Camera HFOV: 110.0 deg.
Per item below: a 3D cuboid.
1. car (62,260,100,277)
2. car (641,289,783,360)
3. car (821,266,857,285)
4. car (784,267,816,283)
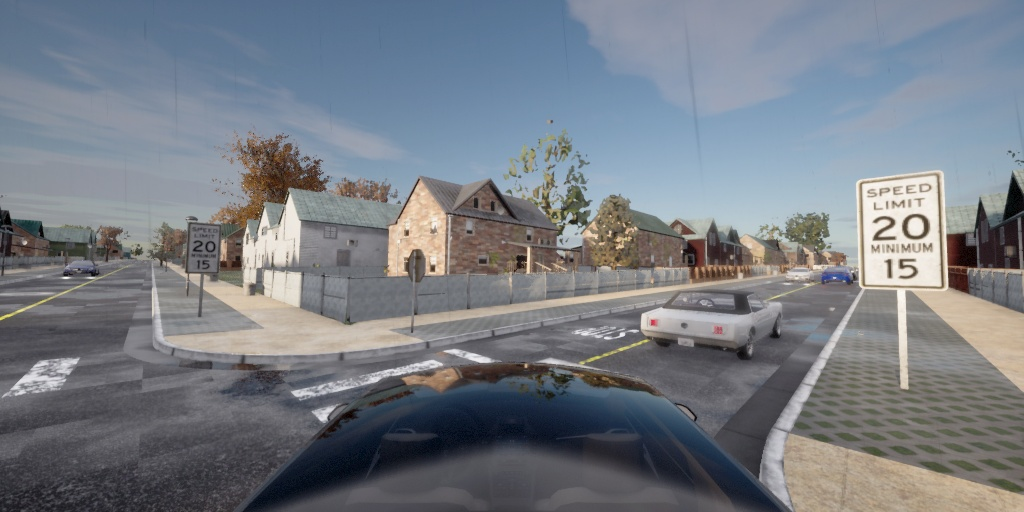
[{"bbox_3d":[-40.003,1.130,33.409,4.674,1.442,1.812,0,-3,45],"label":"car"},{"bbox_3d":[5.025,1.441,8.633,4.718,1.301,1.895,1,-2,-44],"label":"car"},{"bbox_3d":[28.917,1.719,31.859,5.008,1.535,1.882,1,-2,-44],"label":"car"},{"bbox_3d":[28.326,1.855,35.206,4.674,1.442,1.812,1,-2,-44],"label":"car"}]
